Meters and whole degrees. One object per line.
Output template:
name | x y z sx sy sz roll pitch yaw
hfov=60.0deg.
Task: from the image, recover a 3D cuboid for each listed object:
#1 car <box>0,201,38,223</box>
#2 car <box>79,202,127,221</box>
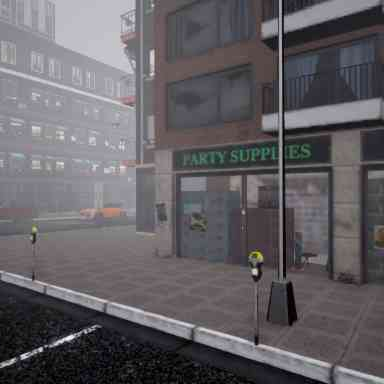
car | -14.952 1.609 26.714 2.192 1.841 5.009 -1 -2 35
car | -8.405 1.776 31.552 2.097 1.767 4.553 0 -1 35
